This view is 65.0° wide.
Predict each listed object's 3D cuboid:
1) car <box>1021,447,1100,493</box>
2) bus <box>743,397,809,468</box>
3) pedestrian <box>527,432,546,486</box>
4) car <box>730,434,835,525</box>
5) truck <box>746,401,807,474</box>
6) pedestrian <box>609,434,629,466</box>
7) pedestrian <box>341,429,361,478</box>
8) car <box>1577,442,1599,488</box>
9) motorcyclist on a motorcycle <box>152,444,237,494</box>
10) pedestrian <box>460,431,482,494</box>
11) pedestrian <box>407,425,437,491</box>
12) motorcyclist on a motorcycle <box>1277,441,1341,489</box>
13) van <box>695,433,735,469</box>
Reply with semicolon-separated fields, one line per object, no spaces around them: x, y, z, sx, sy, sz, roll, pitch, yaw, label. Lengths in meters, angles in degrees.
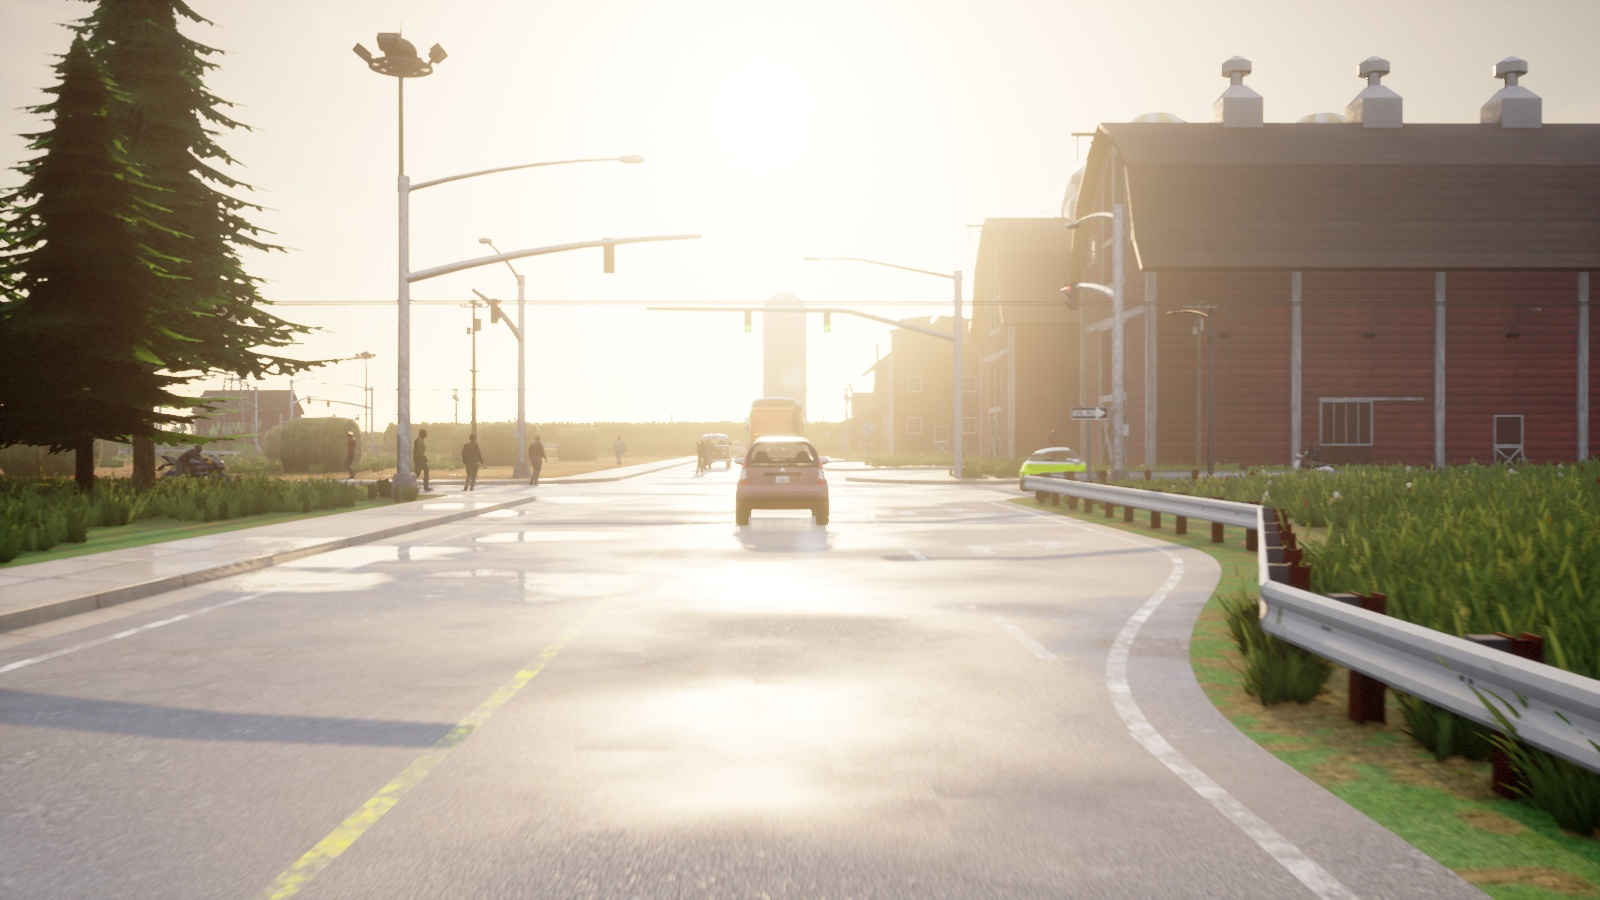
8.041;0.614;38.948;2.207;1.376;1.481;0;0;3;car
-1.545;-1.113;80.061;3.944;4.253;10.273;0;1;-1;bus
-9.132;0.307;43.531;0.376;1.854;0.720;0;0;15;pedestrian
-0.348;0.508;24.147;1.851;1.617;3.988;0;0;-1;car
-1.197;-0.606;63.840;2.891;3.462;7.936;0;0;-1;truck
-10.358;-0.009;71.856;0.874;1.855;0.900;0;0;8;pedestrian
-16.947;0.137;47.368;0.636;1.846;0.331;0;0;6;pedestrian
29.105;0.502;42.377;4.514;1.525;2.007;0;0;0;car
-18.652;0.577;38.722;2.191;1.530;0.866;0;0;0;motorcyclist on a motorcycle
-9.688;0.353;36.998;0.431;1.840;0.703;0;0;2;pedestrian
-10.636;0.222;35.368;0.726;1.835;0.370;0;0;2;pedestrian
17.143;0.500;42.338;1.817;1.590;0.866;0;0;0;motorcyclist on a motorcycle
-4.886;0.060;72.679;2.069;2.038;4.480;0;0;-1;van
